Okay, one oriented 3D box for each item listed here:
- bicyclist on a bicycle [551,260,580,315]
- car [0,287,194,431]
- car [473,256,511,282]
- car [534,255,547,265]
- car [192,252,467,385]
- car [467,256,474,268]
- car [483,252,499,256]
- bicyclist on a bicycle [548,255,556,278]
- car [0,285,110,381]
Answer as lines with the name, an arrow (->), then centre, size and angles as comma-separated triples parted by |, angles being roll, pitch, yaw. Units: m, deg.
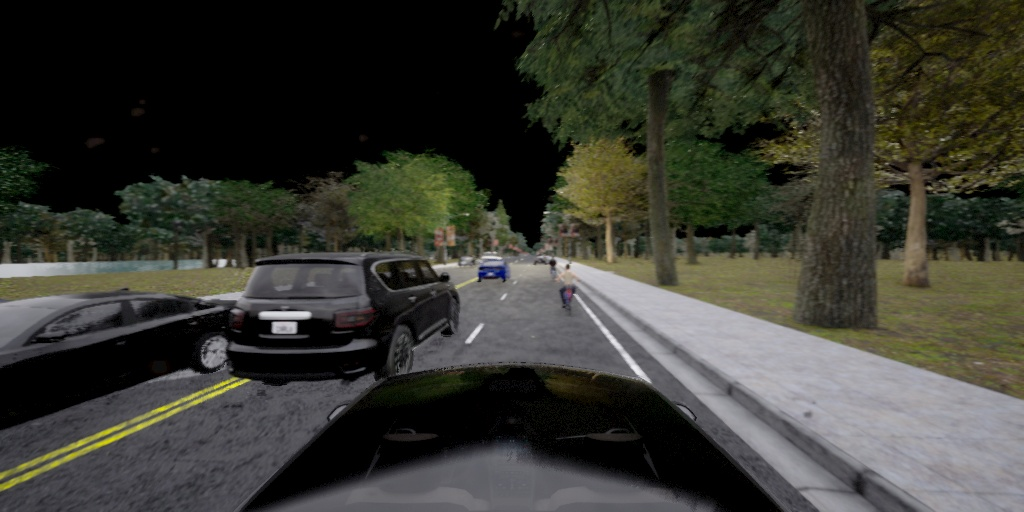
bicyclist on a bicycle -> 1.819, 1.048, 11.712 | 0.866, 1.612, 1.509 | -1, 1, 4
car -> -6.233, 1.278, 4.909 | 1.882, 1.535, 5.008 | -1, 1, 4
car -> -1.190, 0.971, 25.499 | 1.882, 1.535, 5.008 | -1, 1, 4
car -> 4.321, 0.613, 54.711 | 1.812, 1.442, 4.674 | -1, 1, 4
car -> -2.609, 0.947, 7.115 | 2.150, 2.045, 5.566 | -1, 1, 4
car -> -6.078, 0.788, 48.877 | 2.128, 1.511, 4.902 | -1, 0, 5
car -> -2.886, 0.483, 48.054 | 2.150, 2.045, 5.566 | -1, 0, 5
bicyclist on a bicycle -> 2.776, 0.822, 24.369 | 0.659, 1.776, 1.843 | -1, 1, 4
car -> -9.469, 1.368, 5.207 | 1.812, 1.442, 4.674 | -1, 1, 4
